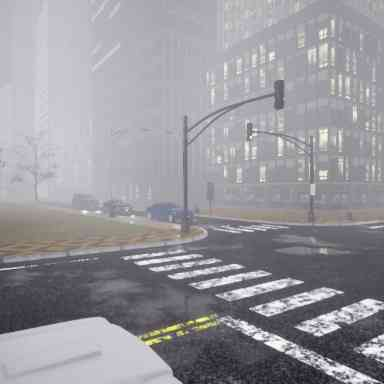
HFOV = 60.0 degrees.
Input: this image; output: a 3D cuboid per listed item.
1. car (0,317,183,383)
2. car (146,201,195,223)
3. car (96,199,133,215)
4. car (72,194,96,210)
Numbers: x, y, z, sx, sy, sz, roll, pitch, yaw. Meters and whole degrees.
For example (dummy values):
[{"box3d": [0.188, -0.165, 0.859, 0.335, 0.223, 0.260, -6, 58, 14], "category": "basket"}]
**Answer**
[{"box3d": [-2.256, 1.601, 1.834, 4.718, 1.301, 1.895, 0, 0, -36], "category": "car"}, {"box3d": [-1.767, 1.484, 25.807, 1.882, 1.535, 5.008, 0, 0, -36], "category": "car"}, {"box3d": [-7.744, 1.497, 34.268, 2.128, 1.511, 4.902, 0, 0, -35], "category": "car"}, {"box3d": [-13.832, 1.227, 42.908, 2.150, 2.045, 5.566, 0, 0, -35], "category": "car"}]
